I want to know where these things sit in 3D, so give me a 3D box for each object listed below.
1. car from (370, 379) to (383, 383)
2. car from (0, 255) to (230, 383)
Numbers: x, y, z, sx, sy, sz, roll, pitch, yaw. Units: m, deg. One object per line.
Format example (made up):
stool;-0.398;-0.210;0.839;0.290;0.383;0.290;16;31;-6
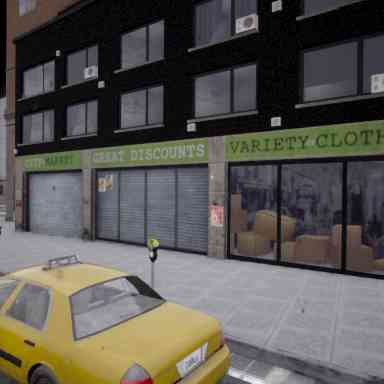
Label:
car;2.810;1.551;1.085;4.403;1.369;2.008;0;1;36
car;-1.875;1.524;4.428;4.829;1.417;1.752;0;1;36
